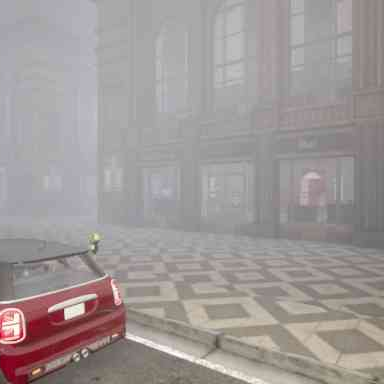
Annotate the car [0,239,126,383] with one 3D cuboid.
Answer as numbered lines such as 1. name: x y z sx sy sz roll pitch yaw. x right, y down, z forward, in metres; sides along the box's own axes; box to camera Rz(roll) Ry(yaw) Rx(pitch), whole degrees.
1. car: -2.975 1.443 5.088 4.097 1.590 1.967 0 0 36
